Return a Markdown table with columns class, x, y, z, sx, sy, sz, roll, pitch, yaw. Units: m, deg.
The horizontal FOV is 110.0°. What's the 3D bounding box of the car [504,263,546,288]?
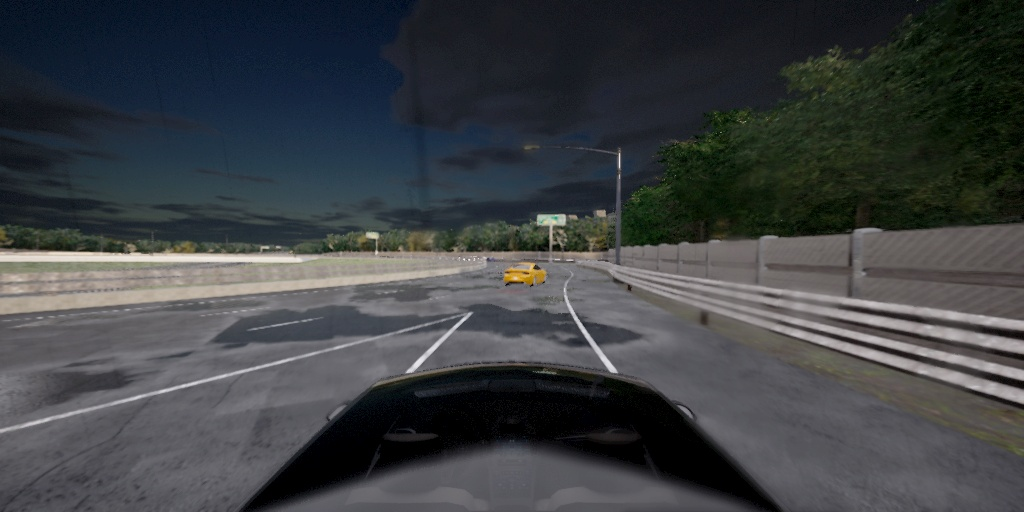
| class | x | y | z | sx | sy | sz | roll | pitch | yaw |
| --- | --- | --- | --- | --- | --- | --- | --- | --- | --- |
| car | 0.978 | 1.204 | 24.007 | 1.882 | 1.535 | 5.008 | 1 | 0 | 18 |
